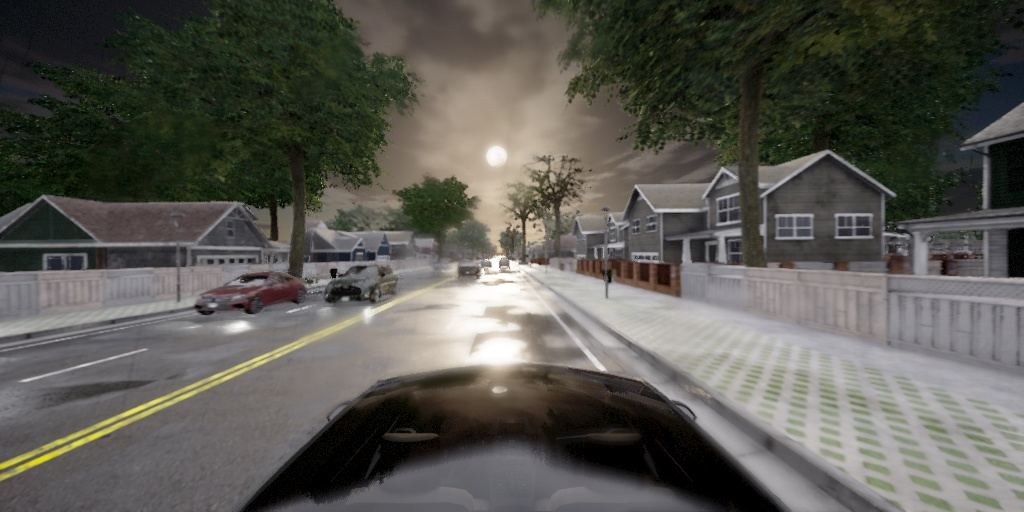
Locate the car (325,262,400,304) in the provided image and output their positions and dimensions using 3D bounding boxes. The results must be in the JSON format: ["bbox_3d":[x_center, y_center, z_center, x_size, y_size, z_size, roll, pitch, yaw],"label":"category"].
[{"bbox_3d":[-6.921,1.184,17.003,2.097,1.767,4.553,-1,0,-1],"label":"car"}]

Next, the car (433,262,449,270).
[{"bbox_3d":[-11.048,1.525,55.931,1.895,1.301,4.718,-1,0,-1],"label":"car"}]

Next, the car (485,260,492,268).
[{"bbox_3d":[-4.620,1.422,65.031,1.994,1.385,4.181,-1,0,-1],"label":"car"}]

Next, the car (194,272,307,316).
[{"bbox_3d":[-10.109,1.397,14.380,1.812,1.442,4.674,-1,0,-1],"label":"car"}]

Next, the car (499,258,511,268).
[{"bbox_3d":[-1.324,1.306,63.111,2.128,1.511,4.902,-1,0,-1],"label":"car"}]

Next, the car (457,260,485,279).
[{"bbox_3d":[-3.864,1.283,33.441,1.882,1.535,5.008,-1,0,-1],"label":"car"}]
